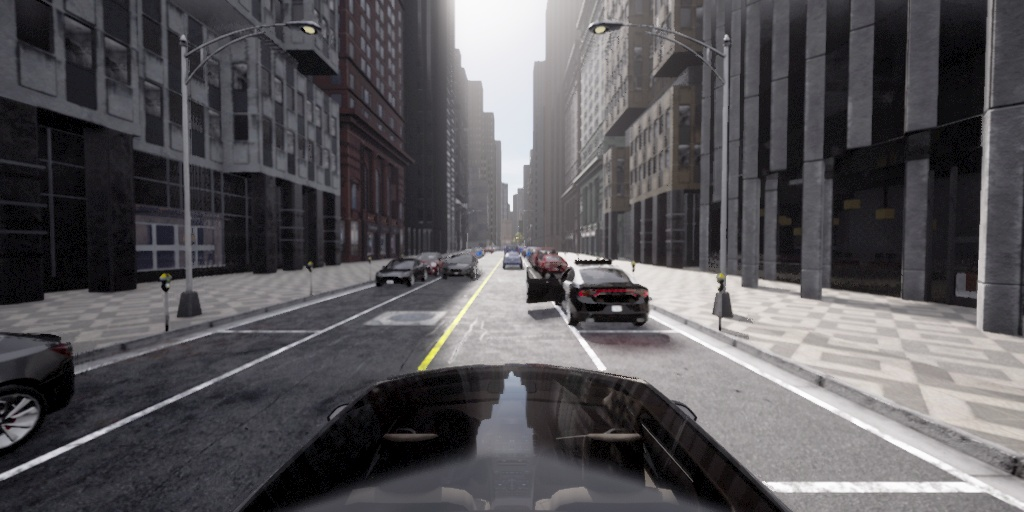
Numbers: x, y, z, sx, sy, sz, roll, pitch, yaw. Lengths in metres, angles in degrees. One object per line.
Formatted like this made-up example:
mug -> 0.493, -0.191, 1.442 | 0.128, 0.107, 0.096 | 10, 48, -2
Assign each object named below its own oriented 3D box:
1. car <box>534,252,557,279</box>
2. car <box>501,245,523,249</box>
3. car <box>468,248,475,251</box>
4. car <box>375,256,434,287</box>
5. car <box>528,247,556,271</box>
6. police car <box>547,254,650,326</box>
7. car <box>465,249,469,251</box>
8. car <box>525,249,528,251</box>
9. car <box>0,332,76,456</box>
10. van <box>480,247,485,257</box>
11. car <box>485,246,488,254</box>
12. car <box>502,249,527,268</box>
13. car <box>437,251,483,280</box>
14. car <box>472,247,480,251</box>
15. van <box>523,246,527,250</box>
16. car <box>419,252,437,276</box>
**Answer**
car -> 2.764, 0.602, 24.781 | 1.888, 1.381, 4.507 | 0, 0, 0
car -> 0.030, -0.469, 49.657 | 2.150, 2.045, 5.566 | 0, 2, 0
car -> -5.760, 0.075, 41.503 | 1.751, 1.417, 4.829 | 0, 0, 0
car -> -5.762, 0.792, 19.138 | 1.948, 1.339, 4.313 | 0, 0, 0
car -> 2.764, 0.202, 30.416 | 2.192, 1.841, 5.009 | 0, 0, 0
police car -> 2.367, 0.905, 10.670 | 1.930, 1.638, 5.238 | 0, 2, 0
car -> -5.760, 0.269, 36.039 | 2.007, 1.370, 4.403 | 0, 0, 0
car -> 2.765, 0.115, 41.684 | 1.948, 1.339, 4.313 | 0, 0, 0
car -> -5.763, 1.300, 2.237 | 1.948, 1.339, 4.313 | 0, 0, 0
van -> -5.759, -0.617, 58.575 | 1.690, 1.789, 3.998 | 0, 0, 0
car -> -5.759, -0.601, 64.038 | 1.751, 1.417, 4.829 | 0, 0, 0
car -> 0.056, 0.343, 33.475 | 2.033, 1.411, 5.357 | 0, 2, 0
car -> -3.097, 0.635, 22.314 | 1.837, 1.490, 4.892 | 0, 2, 0
car -> -5.760, -0.180, 47.307 | 1.967, 1.591, 4.097 | 0, 0, 0
van -> 2.765, -0.279, 47.318 | 1.690, 1.789, 3.998 | 0, 0, 0
car -> -5.761, 0.496, 24.772 | 1.967, 1.591, 4.097 | 0, 0, 0
